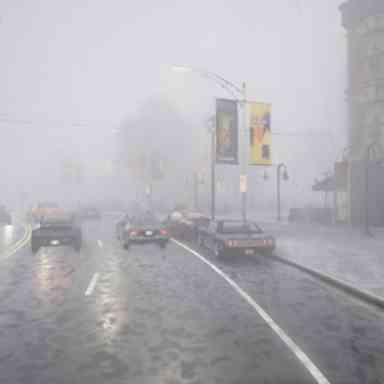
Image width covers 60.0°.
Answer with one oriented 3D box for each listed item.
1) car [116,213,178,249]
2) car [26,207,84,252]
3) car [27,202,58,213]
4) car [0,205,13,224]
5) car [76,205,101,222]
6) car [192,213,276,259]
[{"bbox_3d":[-2.452,1.694,15.569,2.033,1.411,5.357,0,-1,-17],"label":"car"},{"bbox_3d":[-5.894,1.651,14.811,1.837,1.490,4.892,0,0,-18],"label":"car"},{"bbox_3d":[-12.704,1.625,28.479,2.097,1.767,4.553,0,-1,-35],"label":"car"},{"bbox_3d":[-15.690,1.773,26.613,1.837,1.490,4.892,0,-1,-35],"label":"car"},{"bbox_3d":[-9.970,1.857,30.657,1.994,1.385,4.181,0,-1,-36],"label":"car"},{"bbox_3d":[1.498,1.716,13.223,1.895,1.301,4.718,0,-1,-11],"label":"car"}]
